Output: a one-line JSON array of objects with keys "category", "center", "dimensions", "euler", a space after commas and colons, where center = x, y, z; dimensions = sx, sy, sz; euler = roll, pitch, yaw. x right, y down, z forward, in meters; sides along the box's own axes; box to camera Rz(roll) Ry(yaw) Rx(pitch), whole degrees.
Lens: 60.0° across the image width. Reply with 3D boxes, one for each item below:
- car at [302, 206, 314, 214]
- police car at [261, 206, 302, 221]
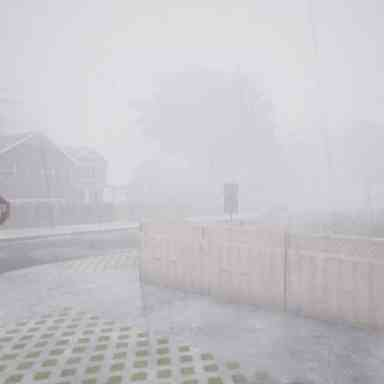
[{"category": "car", "center": [15.271, 2.624, 45.957], "dimensions": [2.033, 1.411, 5.357], "euler": [1, -1, 36]}, {"category": "police car", "center": [8.526, 2.229, 31.953], "dimensions": [2.038, 1.542, 4.974], "euler": [1, -1, 36]}]
